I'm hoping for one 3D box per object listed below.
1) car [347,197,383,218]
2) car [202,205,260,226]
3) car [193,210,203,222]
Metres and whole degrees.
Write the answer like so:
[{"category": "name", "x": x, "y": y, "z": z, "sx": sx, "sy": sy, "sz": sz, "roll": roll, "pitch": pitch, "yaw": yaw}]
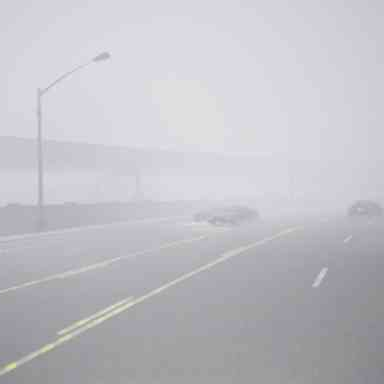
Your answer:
[{"category": "car", "x": 14.457, "y": 1.336, "z": 27.660, "sx": 1.994, "sy": 1.385, "sz": 4.181, "roll": -3, "pitch": -2, "yaw": 41}, {"category": "car", "x": 3.319, "y": 1.701, "z": 25.178, "sx": 2.033, "sy": 1.411, "sz": 5.357, "roll": -3, "pitch": -1, "yaw": 36}, {"category": "car", "x": 1.876, "y": 1.839, "z": 28.967, "sx": 1.994, "sy": 1.385, "sz": 4.181, "roll": -3, "pitch": -1, "yaw": 38}]
